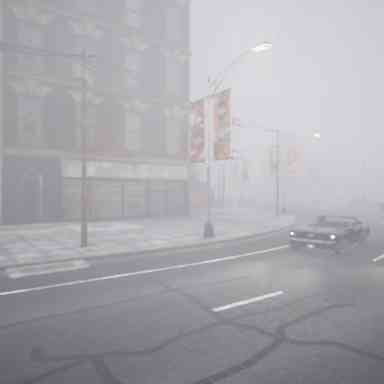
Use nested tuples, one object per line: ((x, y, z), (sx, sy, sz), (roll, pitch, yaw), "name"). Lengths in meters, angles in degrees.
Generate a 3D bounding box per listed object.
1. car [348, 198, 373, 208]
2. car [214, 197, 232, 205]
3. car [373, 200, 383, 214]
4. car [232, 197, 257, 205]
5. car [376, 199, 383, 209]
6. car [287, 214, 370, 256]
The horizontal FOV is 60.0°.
((25.228, 1.550, 49.201), (2.002, 1.452, 4.674), (0, 0, -16), "car")
((5.123, 1.570, 60.369), (2.033, 1.411, 5.357), (0, 0, -35), "car")
((20.416, 1.499, 33.070), (1.882, 1.535, 5.008), (0, 0, 3), "car")
((9.728, 1.590, 59.694), (1.994, 1.385, 4.181), (0, 0, -31), "car")
((26.540, 1.624, 43.623), (1.895, 1.301, 4.718), (0, 0, -6), "car")
((5.630, 1.608, 13.411), (1.895, 1.301, 4.718), (0, 0, 41), "car")
